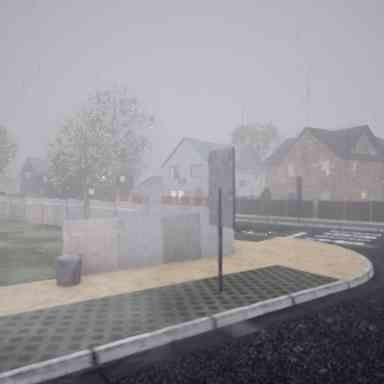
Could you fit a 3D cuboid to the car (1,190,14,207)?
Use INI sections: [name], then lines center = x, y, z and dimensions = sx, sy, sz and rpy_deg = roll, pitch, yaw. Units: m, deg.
[car]
center = -23.202, 0.825, 39.477
dimensions = 5.566, 2.045, 2.150
rpy_deg = 0, 0, 39
